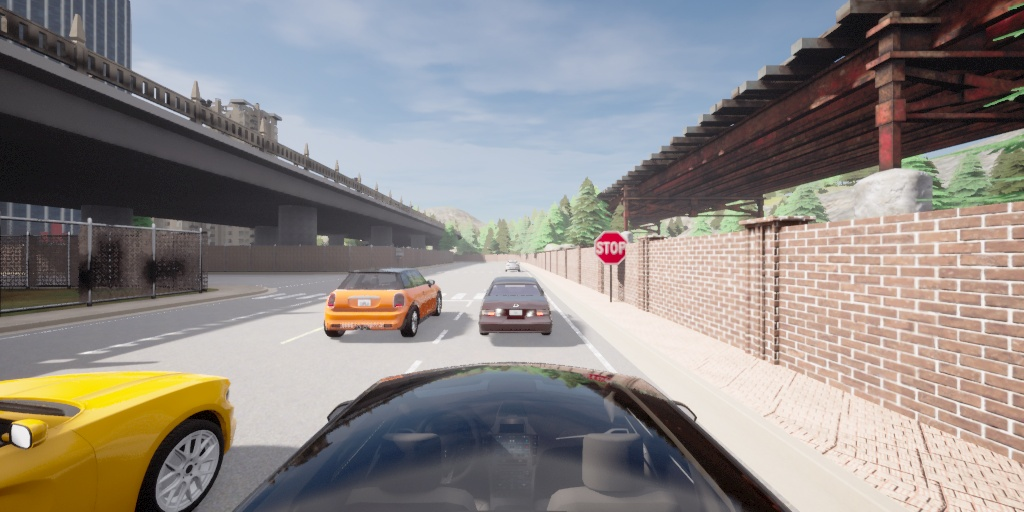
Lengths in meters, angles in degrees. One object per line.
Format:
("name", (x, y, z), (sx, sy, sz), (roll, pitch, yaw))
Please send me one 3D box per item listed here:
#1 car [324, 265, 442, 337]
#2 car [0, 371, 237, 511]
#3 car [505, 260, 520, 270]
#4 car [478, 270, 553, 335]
("car", (-3.419, 1.102, 10.413), (2.097, 1.767, 4.553), (0, 0, 0))
("car", (-3.397, 1.228, 1.155), (1.882, 1.535, 5.008), (0, 0, 0))
("car", (0.085, 1.276, 46.303), (1.812, 1.442, 4.674), (0, 0, -1))
("car", (0.082, 1.297, 10.434), (2.033, 1.411, 5.357), (0, 0, 0))
